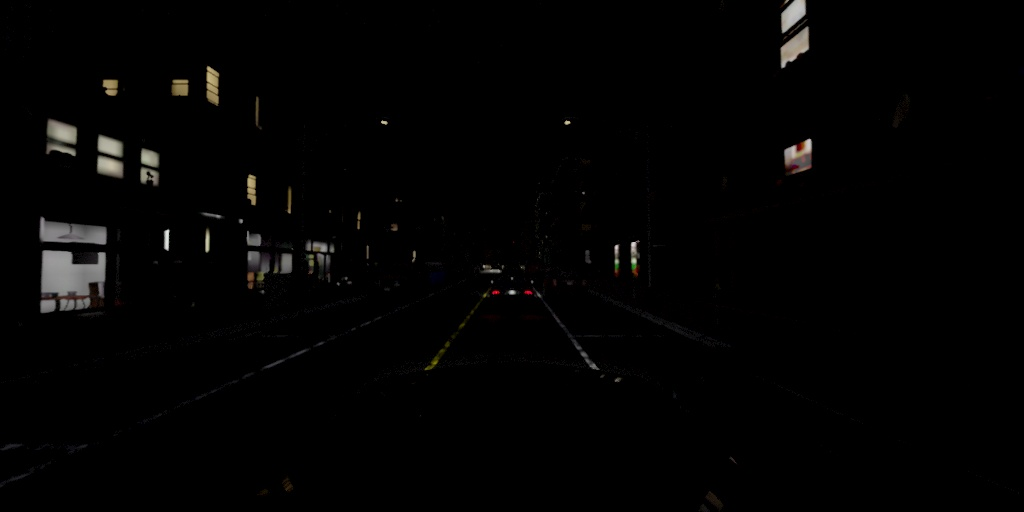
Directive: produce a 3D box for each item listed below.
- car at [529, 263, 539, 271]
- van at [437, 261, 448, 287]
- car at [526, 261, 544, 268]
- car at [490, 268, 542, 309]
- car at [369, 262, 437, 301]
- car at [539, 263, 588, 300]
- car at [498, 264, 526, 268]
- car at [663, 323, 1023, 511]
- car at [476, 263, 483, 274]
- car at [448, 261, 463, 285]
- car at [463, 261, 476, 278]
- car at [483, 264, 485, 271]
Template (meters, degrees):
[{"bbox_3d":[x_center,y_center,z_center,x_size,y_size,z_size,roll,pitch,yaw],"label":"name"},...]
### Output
[{"bbox_3d":[2.699,1.567,29.608,2.007,1.370,4.403,0,0,0],"label":"car"},{"bbox_3d":[-5.684,1.306,24.211,1.690,1.789,3.998,0,0,0],"label":"van"},{"bbox_3d":[2.701,1.433,40.422,2.192,1.841,5.009,0,0,0],"label":"car"},{"bbox_3d":[0.005,1.433,15.861,2.033,1.411,5.357,0,-1,0],"label":"car"},{"bbox_3d":[-5.685,1.229,18.804,2.192,1.841,5.009,0,0,0],"label":"car"},{"bbox_3d":[2.696,1.353,18.795,1.967,1.591,4.097,0,0,0],"label":"car"},{"bbox_3d":[0.011,1.540,31.164,1.837,1.490,4.892,0,0,0],"label":"car"},{"bbox_3d":[2.692,1.198,2.574,1.967,1.591,4.097,0,0,0],"label":"car"},{"bbox_3d":[-5.677,1.661,51.246,1.967,1.591,4.097,0,0,0],"label":"car"},{"bbox_3d":[-5.682,1.332,29.618,2.192,1.841,5.009,0,0,0],"label":"car"},{"bbox_3d":[-5.679,1.434,40.432,2.192,1.841,5.009,0,0,0],"label":"car"},{"bbox_3d":[-5.675,1.874,62.060,2.007,1.370,4.403,0,0,0],"label":"car"}]
